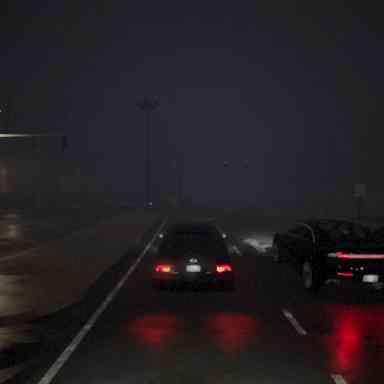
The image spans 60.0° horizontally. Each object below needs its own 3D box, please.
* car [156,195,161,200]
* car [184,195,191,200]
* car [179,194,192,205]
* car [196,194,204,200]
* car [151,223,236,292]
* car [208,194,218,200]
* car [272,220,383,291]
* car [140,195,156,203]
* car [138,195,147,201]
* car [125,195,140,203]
[{"bbox_3d":[-9.168,1.452,85.495,1.837,1.490,4.892,0,0,0],"label":"car"},{"bbox_3d":[-1.163,1.487,89.391,2.033,1.411,5.357,0,0,0],"label":"car"},{"bbox_3d":[-1.206,1.532,58.500,1.994,1.385,4.181,0,0,0],"label":"car"},{"bbox_3d":[2.337,1.448,89.469,1.837,1.490,4.892,0,0,0],"label":"car"},{"bbox_3d":[0.020,1.543,9.016,2.033,1.411,5.357,0,0,0],"label":"car"},{"bbox_3d":[5.837,1.425,89.398,1.882,1.535,5.008,0,0,0],"label":"car"},{"bbox_3d":[3.519,1.486,8.964,2.128,1.511,4.902,0,0,0],"label":"car"},{"bbox_3d":[-9.190,1.487,69.922,1.812,1.442,4.674,0,0,0],"label":"car"},{"bbox_3d":[-12.668,1.476,85.490,1.812,1.442,4.674,0,0,0],"label":"car"},{"bbox_3d":[-12.690,1.463,69.910,1.837,1.490,4.892,0,0,0],"label":"car"}]
